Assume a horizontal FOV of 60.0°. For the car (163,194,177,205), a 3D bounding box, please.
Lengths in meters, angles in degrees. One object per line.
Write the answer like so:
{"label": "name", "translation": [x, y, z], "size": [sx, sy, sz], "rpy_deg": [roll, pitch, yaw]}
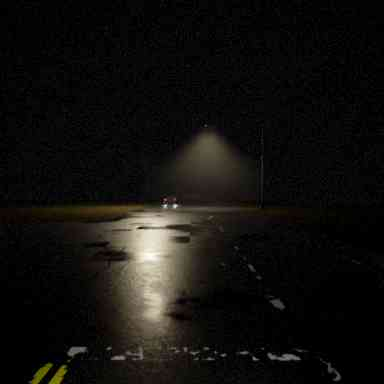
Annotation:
{"label": "car", "translation": [-3.580, 1.199, 55.157], "size": [2.097, 1.767, 4.553], "rpy_deg": [0, 0, 0]}
